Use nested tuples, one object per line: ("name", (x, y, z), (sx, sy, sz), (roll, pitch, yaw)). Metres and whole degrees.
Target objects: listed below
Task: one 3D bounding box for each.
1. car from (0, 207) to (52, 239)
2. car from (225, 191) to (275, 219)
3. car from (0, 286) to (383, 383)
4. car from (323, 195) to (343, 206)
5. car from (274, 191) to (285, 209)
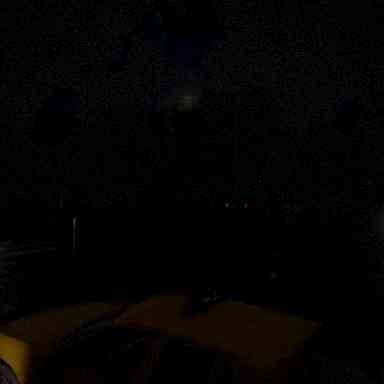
("car", (-8.115, 1.332, 13.897), (1.994, 1.385, 4.181), (1, 1, 36))
("car", (4.480, 1.071, 26.271), (2.097, 1.767, 4.553), (1, 1, 36))
("car", (-0.128, 1.509, 2.900), (4.829, 1.417, 1.752), (1, 0, 36))
("car", (20.601, 1.219, 48.557), (2.128, 1.511, 4.902), (1, 0, 36))
("car", (8.432, 0.887, 36.745), (2.150, 2.045, 5.566), (1, 0, 36))
